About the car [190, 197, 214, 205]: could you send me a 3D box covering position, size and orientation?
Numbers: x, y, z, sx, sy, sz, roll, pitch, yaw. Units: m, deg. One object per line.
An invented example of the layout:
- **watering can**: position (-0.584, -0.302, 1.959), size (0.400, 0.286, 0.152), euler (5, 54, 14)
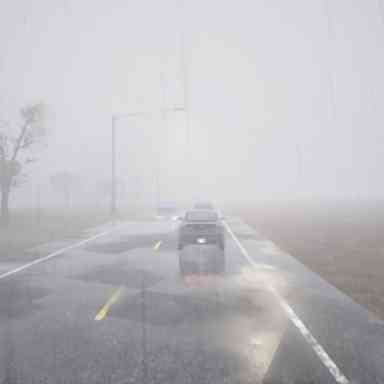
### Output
- **car**: position (1.120, 1.508, 32.157), size (1.882, 1.535, 5.008), euler (0, 0, 3)

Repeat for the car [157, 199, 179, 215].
- **car**: position (-2.435, 1.518, 34.697), size (1.882, 1.535, 5.008), euler (0, 0, 3)

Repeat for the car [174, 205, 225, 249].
- **car**: position (0.410, 1.521, 14.557), size (1.837, 1.490, 4.892), euler (0, 0, 2)

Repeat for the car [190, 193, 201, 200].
- **car**: position (0.897, 1.170, 75.972), size (2.150, 2.045, 5.566), euler (0, 0, 6)

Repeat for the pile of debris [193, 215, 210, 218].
- **pile of debris**: position (0.883, 2.205, 29.624), size (1.500, 0.140, 1.860), euler (0, 0, 3)
